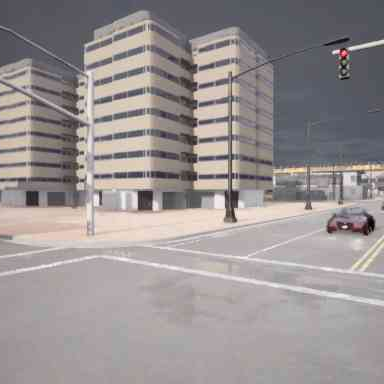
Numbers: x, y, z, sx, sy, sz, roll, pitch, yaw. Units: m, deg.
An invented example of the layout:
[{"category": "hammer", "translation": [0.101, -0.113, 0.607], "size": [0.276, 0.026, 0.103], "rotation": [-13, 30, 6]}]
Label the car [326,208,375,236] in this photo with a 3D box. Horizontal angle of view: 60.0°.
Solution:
[{"category": "car", "translation": [8.848, 1.568, 18.400], "size": [1.994, 1.385, 4.181], "rotation": [0, 0, 35]}]

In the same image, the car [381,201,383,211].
[{"category": "car", "translation": [23.692, 1.516, 39.382], "size": [1.812, 1.442, 4.674], "rotation": [0, 0, 35]}]
